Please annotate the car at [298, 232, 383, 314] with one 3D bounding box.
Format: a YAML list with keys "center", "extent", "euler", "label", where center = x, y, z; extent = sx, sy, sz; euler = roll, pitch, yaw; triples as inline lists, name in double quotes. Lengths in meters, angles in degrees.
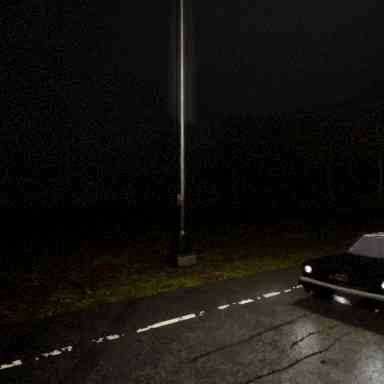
- center: [4.430, 1.584, 7.158]
  extent: [4.718, 1.301, 1.895]
  euler: [0, 0, -36]
  label: "car"
